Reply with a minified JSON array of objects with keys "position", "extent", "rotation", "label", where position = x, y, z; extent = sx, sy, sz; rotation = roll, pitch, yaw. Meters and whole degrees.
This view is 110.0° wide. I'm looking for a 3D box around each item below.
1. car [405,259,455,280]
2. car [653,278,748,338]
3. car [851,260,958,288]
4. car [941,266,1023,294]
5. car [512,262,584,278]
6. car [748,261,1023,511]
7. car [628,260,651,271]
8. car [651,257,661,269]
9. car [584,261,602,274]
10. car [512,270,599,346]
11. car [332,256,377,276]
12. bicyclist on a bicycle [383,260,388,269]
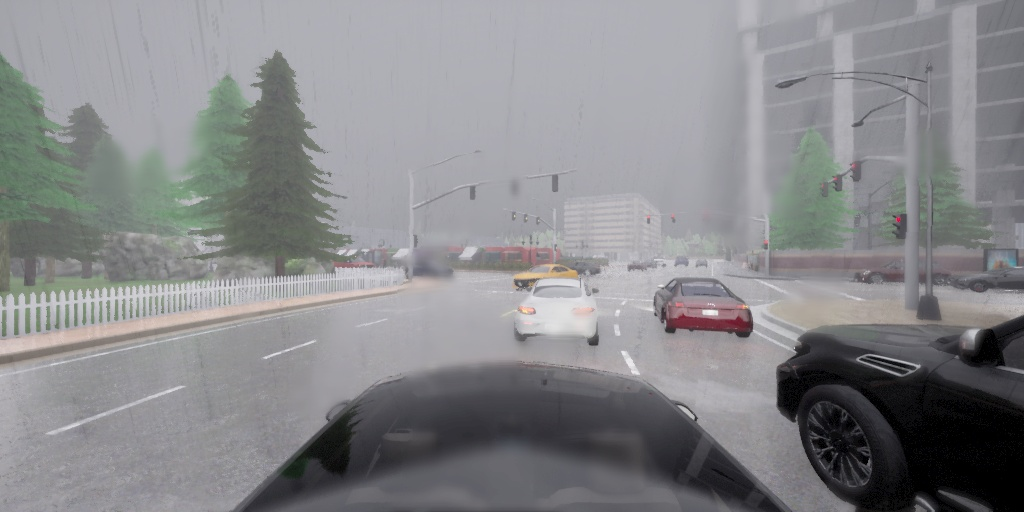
[{"position":[-7.286,1.157,31.969],"extent":[4.553,1.767,2.097],"rotation":[0,0,30],"label":"car"},{"position":[5.307,1.314,10.435],"extent":[1.994,1.385,4.181],"rotation":[0,0,17],"label":"car"},{"position":[26.887,1.158,24.842],"extent":[4.553,1.767,2.097],"rotation":[0,0,30],"label":"car"},{"position":[28.023,1.331,20.145],"extent":[4.674,1.442,1.812],"rotation":[0,0,29],"label":"car"},{"position":[2.004,1.239,21.052],"extent":[1.882,1.535,5.008],"rotation":[-1,-1,39],"label":"car"},{"position":[3.737,0.971,1.208],"extent":[2.150,2.045,5.566],"rotation":[0,0,0],"label":"car"},{"position":[17.057,1.351,48.593],"extent":[1.895,1.301,4.718],"rotation":[0,0,29],"label":"car"},{"position":[22.155,1.297,57.681],"extent":[2.033,1.411,5.357],"rotation":[0,0,30],"label":"car"},{"position":[6.594,1.291,36.381],"extent":[4.892,1.490,1.837],"rotation":[0,0,30],"label":"car"},{"position":[1.285,1.276,9.432],"extent":[1.812,1.442,4.674],"rotation":[0,0,11],"label":"car"},{"position":[-16.568,1.027,37.247],"extent":[5.566,2.045,2.150],"rotation":[0,0,29],"label":"car"},{"position":[-15.686,1.258,44.313],"extent":[0.582,1.620,1.656],"rotation":[0,0,-22],"label":"bicyclist on a bicycle"}]
